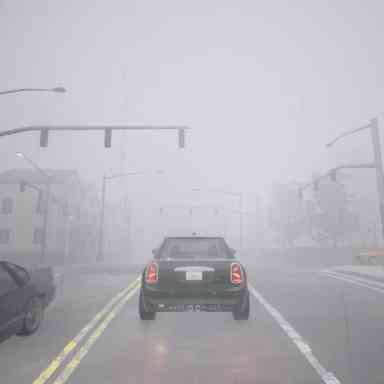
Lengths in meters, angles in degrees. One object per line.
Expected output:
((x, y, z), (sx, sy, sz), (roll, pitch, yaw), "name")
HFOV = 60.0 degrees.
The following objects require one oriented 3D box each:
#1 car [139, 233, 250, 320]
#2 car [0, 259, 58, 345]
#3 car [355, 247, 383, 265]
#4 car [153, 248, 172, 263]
((0.049, 1.805, 8.216), (2.097, 1.767, 4.553), (0, -7, 0), "car")
((-3.612, 1.669, 4.440), (2.033, 1.411, 5.357), (0, -3, 0), "car")
((16.424, 5.358, 28.075), (5.008, 1.535, 1.882), (0, -11, 1), "car")
((-3.713, 8.179, 42.803), (2.097, 1.767, 4.553), (0, -11, 0), "car")
